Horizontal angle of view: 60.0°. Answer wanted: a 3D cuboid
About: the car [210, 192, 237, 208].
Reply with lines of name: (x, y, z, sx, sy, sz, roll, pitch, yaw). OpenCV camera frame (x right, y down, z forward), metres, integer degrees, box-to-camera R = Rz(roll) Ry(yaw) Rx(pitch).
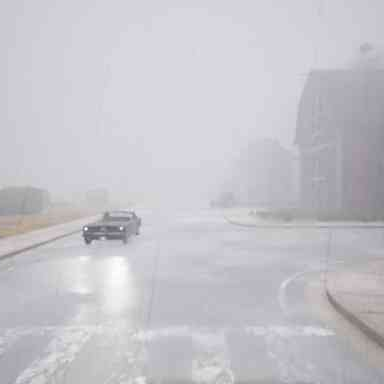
car: (4.132, 1.074, 44.258, 1.905, 1.878, 3.866, -8, 4, -42)

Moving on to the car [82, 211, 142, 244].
car: (-3.592, 1.575, 15.669, 1.895, 1.301, 4.718, 0, 0, 0)
